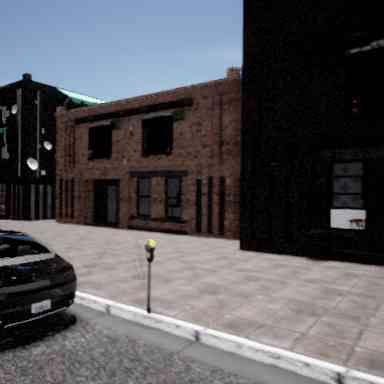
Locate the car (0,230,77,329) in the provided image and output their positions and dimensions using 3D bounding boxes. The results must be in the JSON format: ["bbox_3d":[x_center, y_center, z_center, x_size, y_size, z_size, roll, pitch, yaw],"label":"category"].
[{"bbox_3d":[-4.263,1.496,6.478,4.892,1.490,1.837,0,0,36],"label":"car"}]
